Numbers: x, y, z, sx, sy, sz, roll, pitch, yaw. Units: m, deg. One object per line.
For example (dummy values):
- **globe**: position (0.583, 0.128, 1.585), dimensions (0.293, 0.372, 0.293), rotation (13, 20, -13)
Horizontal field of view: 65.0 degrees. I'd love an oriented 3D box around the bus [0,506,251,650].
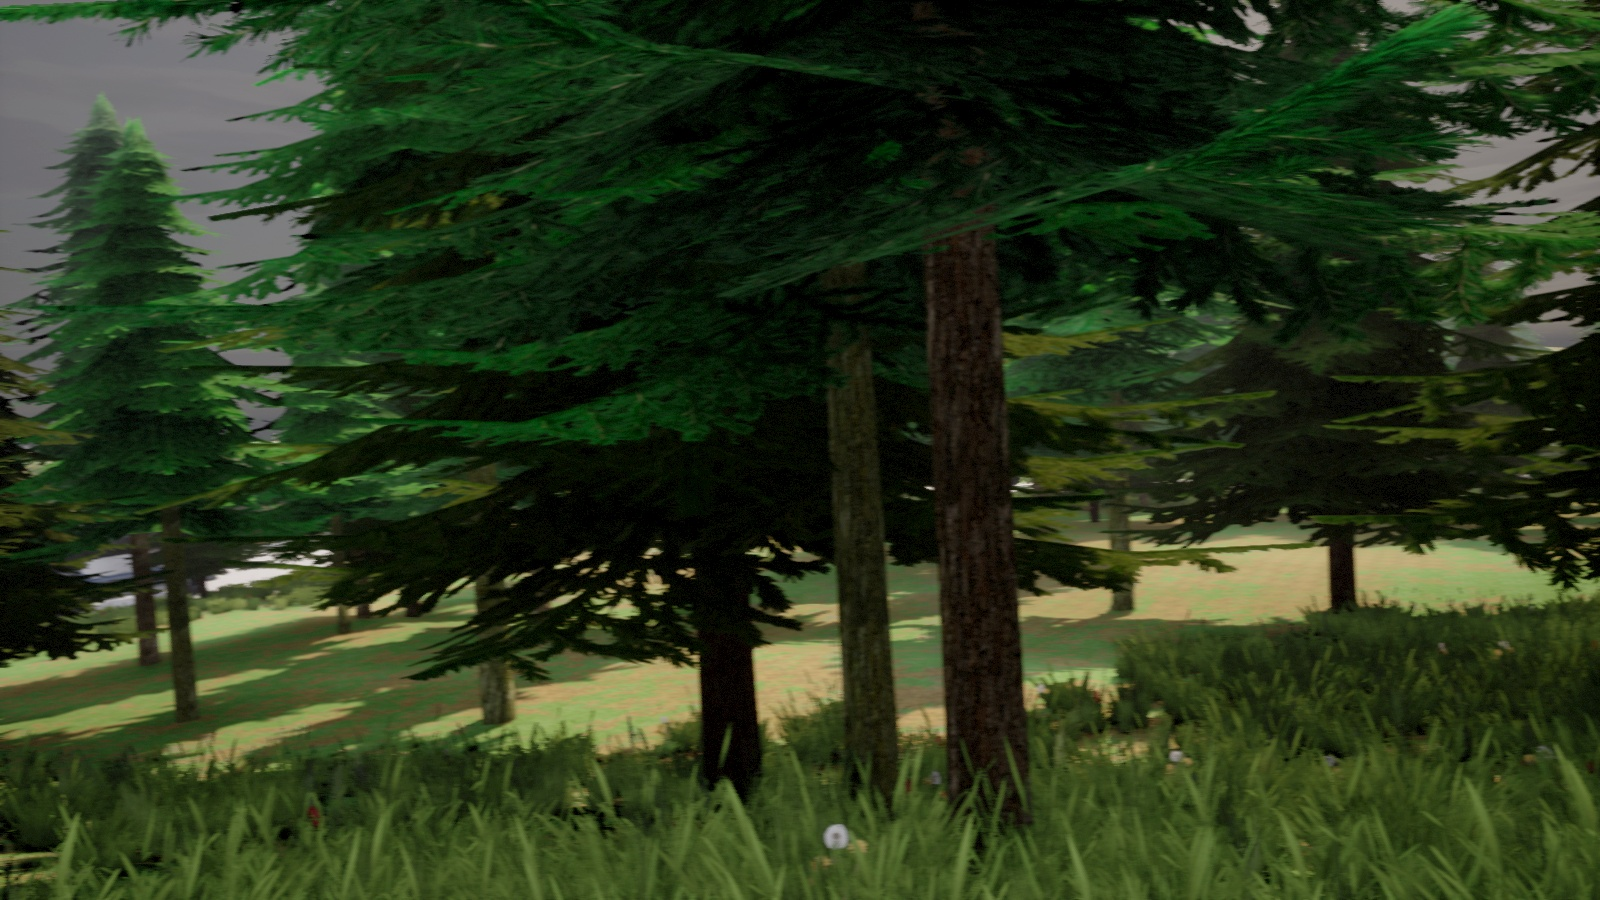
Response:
- **bus**: position (-29.006, 5.138, 52.850), dimensions (3.944, 4.253, 10.273), rotation (-3, 3, 28)
